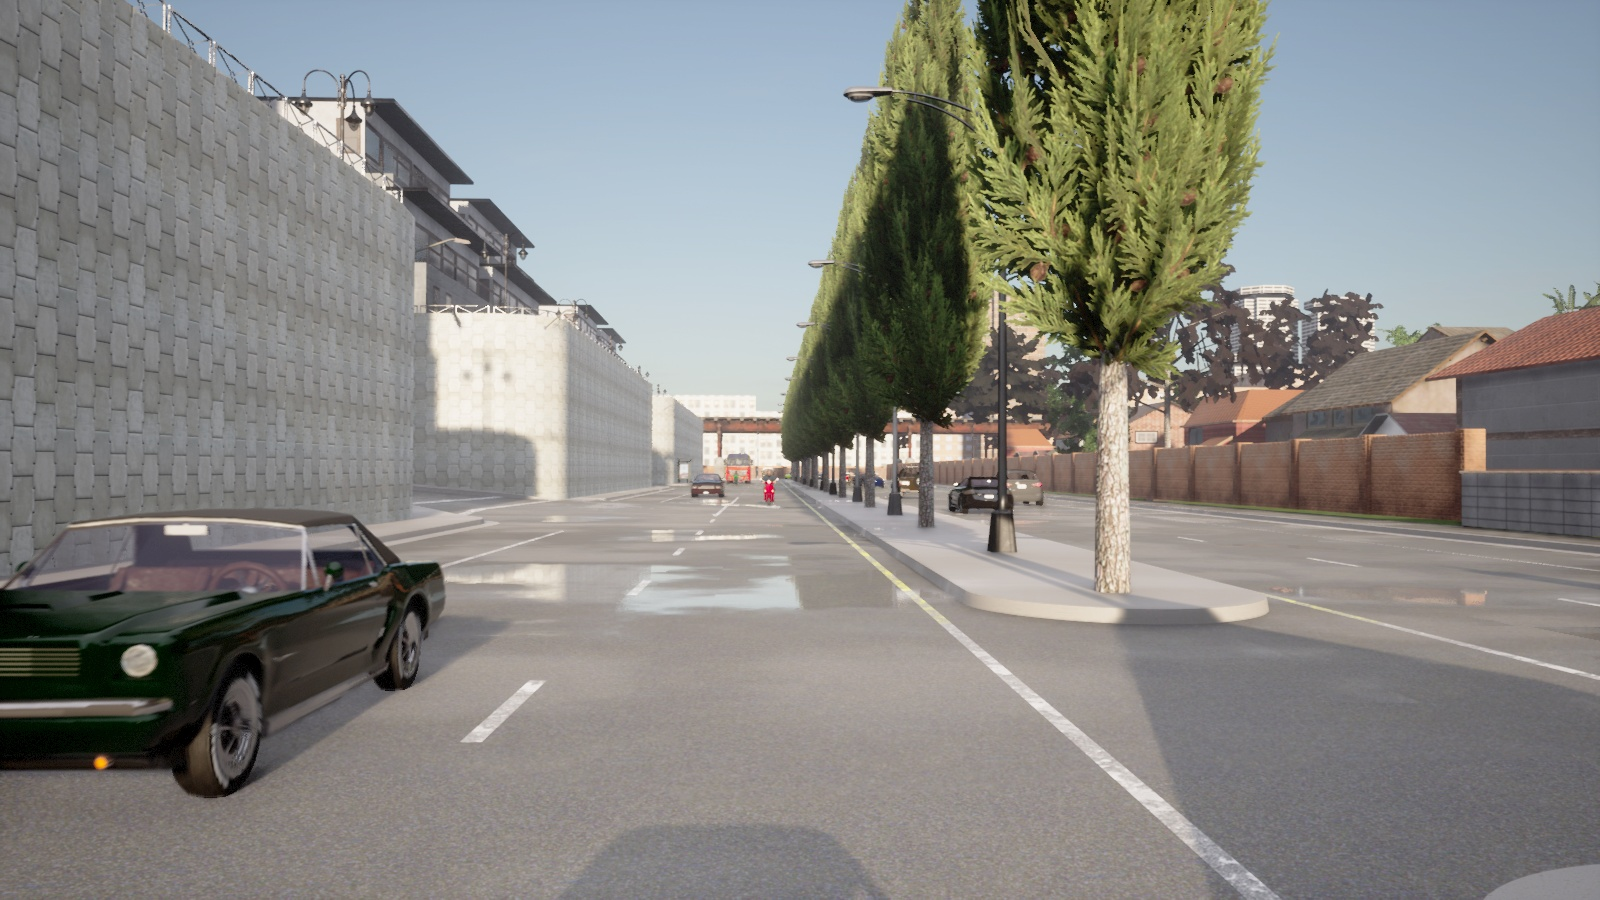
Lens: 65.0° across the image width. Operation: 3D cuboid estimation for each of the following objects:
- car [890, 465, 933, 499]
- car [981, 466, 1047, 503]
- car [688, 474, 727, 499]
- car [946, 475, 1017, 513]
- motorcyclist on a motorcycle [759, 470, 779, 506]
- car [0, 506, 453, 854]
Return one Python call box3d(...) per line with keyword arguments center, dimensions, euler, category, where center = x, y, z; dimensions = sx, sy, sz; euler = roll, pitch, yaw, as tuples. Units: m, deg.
box3d(center=(6.247, 1.773, 70.787), dimensions=(1.932, 1.855, 4.605), euler=(0, -1, -1), category="car")
box3d(center=(10.044, 1.597, 59.333), dimensions=(2.242, 1.667, 4.611), euler=(0, -1, -1), category="car")
box3d(center=(-5.308, 2.084, 72.816), dimensions=(2.033, 1.411, 5.357), euler=(0, -1, -2), category="car")
box3d(center=(6.842, 1.639, 47.780), dimensions=(1.994, 1.385, 4.181), euler=(0, -1, -1), category="car")
box3d(center=(-1.379, 1.700, 56.212), dimensions=(0.866, 1.590, 1.817), euler=(0, -1, -1), category="motorcyclist on a motorcycle")
box3d(center=(-3.625, 1.054, 7.535), dimensions=(1.895, 1.301, 4.718), euler=(0, -1, -1), category="car")
